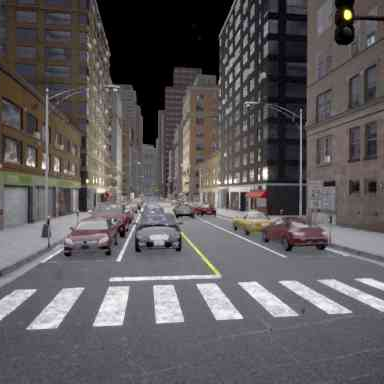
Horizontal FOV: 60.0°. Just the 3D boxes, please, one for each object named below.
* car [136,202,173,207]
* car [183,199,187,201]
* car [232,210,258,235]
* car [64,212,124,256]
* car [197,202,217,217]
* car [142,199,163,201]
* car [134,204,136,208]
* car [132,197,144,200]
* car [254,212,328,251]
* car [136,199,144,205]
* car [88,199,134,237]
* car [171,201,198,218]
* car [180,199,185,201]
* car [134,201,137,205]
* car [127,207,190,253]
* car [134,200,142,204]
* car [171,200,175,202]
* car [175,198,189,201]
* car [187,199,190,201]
[{"bbox_3d":[-2.745,1.761,24.017,2.128,1.511,4.902,0,-1,-7],"label":"car"},{"bbox_3d":[0.121,2.137,47.900,1.887,1.381,4.507,0,-1,-7],"label":"car"},{"bbox_3d":[3.705,1.772,20.488,1.752,1.417,4.829,0,-1,-7],"label":"car"},{"bbox_3d":[-4.001,1.716,13.671,1.802,1.307,4.206,0,-1,-7],"label":"car"},{"bbox_3d":[1.564,1.995,36.867,1.887,1.381,4.507,0,-1,-7],"label":"car"},{"bbox_3d":[-5.265,2.013,43.983,2.128,1.511,4.902,0,-1,-7],"label":"car"},{"bbox_3d":[-5.444,1.813,24.706,1.887,1.381,4.507,0,-1,-7],"label":"car"},{"bbox_3d":[-9.054,1.935,52.297,2.192,1.841,5.009,0,-1,-7],"label":"car"},{"bbox_3d":[4.449,1.760,14.803,1.802,1.307,4.206,0,-1,-7],"label":"car"},{"bbox_3d":[-13.379,2.602,85.402,1.947,1.339,4.313,0,-1,-7],"label":"car"},{"bbox_3d":[-4.724,1.516,19.191,2.192,1.841,5.009,0,-1,-7],"label":"car"},{"bbox_3d":[-0.939,1.979,34.815,1.994,1.385,4.181,0,-1,-7],"label":"car"},{"bbox_3d":[-0.600,2.215,53.415,2.008,1.369,4.403,0,-1,-7],"label":"car"},{"bbox_3d":[-6.143,1.860,30.055,1.752,1.417,4.829,0,-1,-7],"label":"car"},{"bbox_3d":[-1.534,1.647,14.697,2.128,1.511,4.902,0,-1,-8],"label":"car"},{"bbox_3d":[-7.608,2.027,41.258,2.008,1.369,4.403,0,-1,-7],"label":"car"},{"bbox_3d":[-4.228,2.541,81.167,1.752,1.417,4.829,0,-1,-7],"label":"car"},{"bbox_3d":[-1.323,2.051,58.934,2.192,1.841,5.009,0,-1,-7],"label":"car"},{"bbox_3d":[0.841,1.961,42.384,1.967,1.590,4.097,0,-1,-7],"label":"car"}]
